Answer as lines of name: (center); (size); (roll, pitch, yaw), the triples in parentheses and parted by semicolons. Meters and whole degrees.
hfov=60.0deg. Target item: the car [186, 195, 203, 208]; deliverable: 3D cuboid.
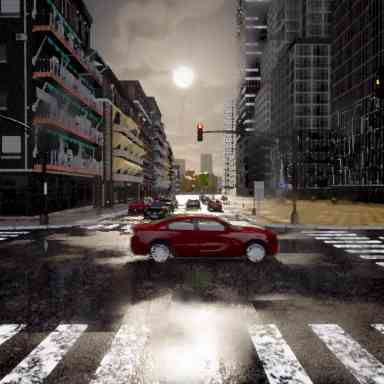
car: (0.196, 1.560, 48.962); (1.994, 1.385, 4.181); (0, 0, 0)

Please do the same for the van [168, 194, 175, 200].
van: (-5.518, 1.350, 91.820); (1.690, 1.788, 3.998); (-1, 0, 0)

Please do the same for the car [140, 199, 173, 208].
car: (-3.041, 1.560, 29.105); (1.994, 1.385, 4.181); (0, 0, 0)

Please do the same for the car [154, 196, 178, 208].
car: (-3.016, 1.500, 39.015); (1.837, 1.490, 4.892); (0, 0, 0)

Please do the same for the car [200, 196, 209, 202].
car: (2.798, 1.547, 74.915); (1.887, 1.381, 4.507); (-1, 0, 0)

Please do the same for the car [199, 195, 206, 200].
car: (2.832, 1.534, 92.033); (1.752, 1.417, 4.829); (-1, 0, 0)

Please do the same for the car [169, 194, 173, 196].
car: (-5.561, 1.583, 69.226); (1.802, 1.307, 4.206); (-1, 0, 0)

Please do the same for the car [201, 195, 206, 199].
car: (2.775, 1.551, 63.617); (2.008, 1.369, 4.403); (-1, 0, 0)

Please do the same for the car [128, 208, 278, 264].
car: (0.402, 1.495, 11.462); (5.008, 1.535, 1.882); (0, 1, 0)

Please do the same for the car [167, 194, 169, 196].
car: (-5.586, 1.439, 57.927); (1.967, 1.590, 4.097); (-1, 0, 0)

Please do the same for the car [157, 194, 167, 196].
car: (-5.599, 1.312, 52.279); (2.192, 1.841, 5.009); (-1, 0, 0)

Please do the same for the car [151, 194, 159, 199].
car: (-5.620, 1.436, 40.981); (1.967, 1.590, 4.097); (-1, 0, 0)

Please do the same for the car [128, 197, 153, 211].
car: (-5.630, 1.540, 35.332); (1.887, 1.381, 4.507); (-1, 0, 0)

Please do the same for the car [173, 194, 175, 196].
car: (-5.530, 1.321, 86.173); (2.192, 1.841, 5.009); (-1, 0, 0)

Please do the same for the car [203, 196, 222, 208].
car: (2.728, 1.540, 41.021); (1.887, 1.381, 4.507); (-1, 0, 0)
